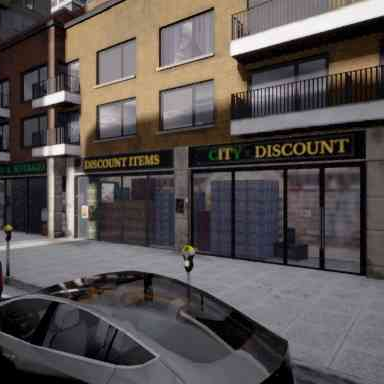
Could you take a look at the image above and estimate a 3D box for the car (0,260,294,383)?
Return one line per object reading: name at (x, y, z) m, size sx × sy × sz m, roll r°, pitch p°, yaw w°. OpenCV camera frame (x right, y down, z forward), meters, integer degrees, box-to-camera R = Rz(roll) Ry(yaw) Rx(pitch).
car at (-1.099, 1.566, 3.586) m, size 4.313 × 1.339 × 1.947 m, roll 0°, pitch 0°, yaw 35°
